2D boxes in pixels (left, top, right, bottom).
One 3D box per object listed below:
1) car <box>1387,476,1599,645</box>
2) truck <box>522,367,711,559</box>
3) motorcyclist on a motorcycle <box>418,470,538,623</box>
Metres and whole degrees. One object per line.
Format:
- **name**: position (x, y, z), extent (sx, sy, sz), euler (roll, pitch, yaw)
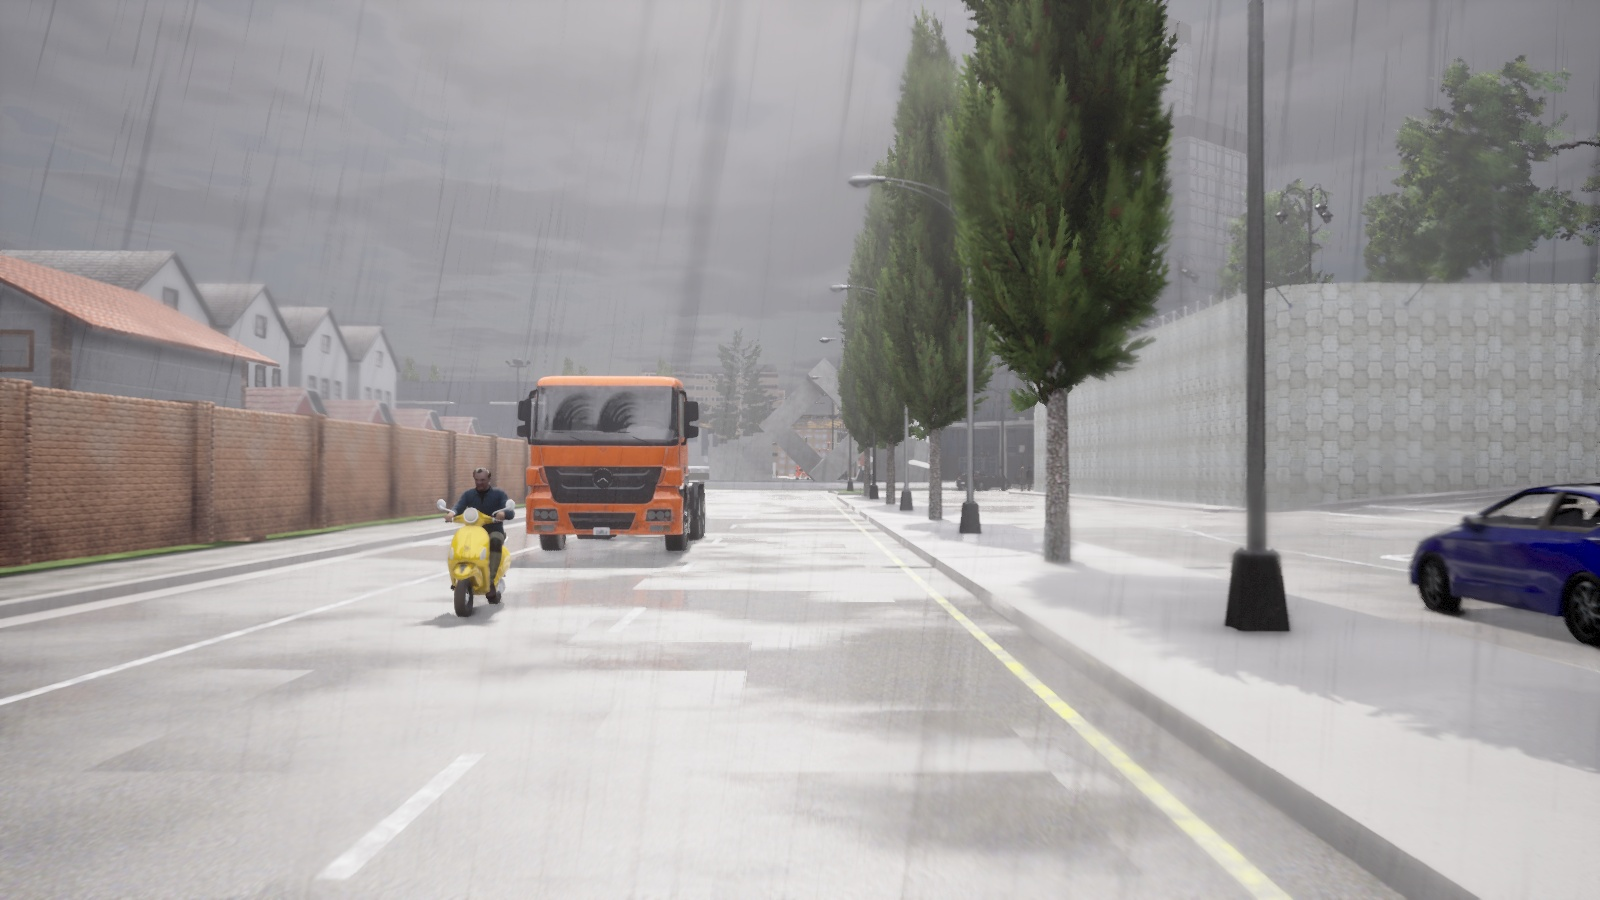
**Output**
- **car**: position (7.968, 1.014, 12.980), extent (1.816, 1.474, 4.193), euler (0, -1, 0)
- **truck**: position (-3.591, 0.293, 26.659), extent (2.891, 3.462, 7.936), euler (0, -1, 0)
- **motorcyclist on a motorcycle**: position (-3.534, 1.016, 13.938), extent (0.866, 1.590, 1.817), euler (0, -1, 0)
